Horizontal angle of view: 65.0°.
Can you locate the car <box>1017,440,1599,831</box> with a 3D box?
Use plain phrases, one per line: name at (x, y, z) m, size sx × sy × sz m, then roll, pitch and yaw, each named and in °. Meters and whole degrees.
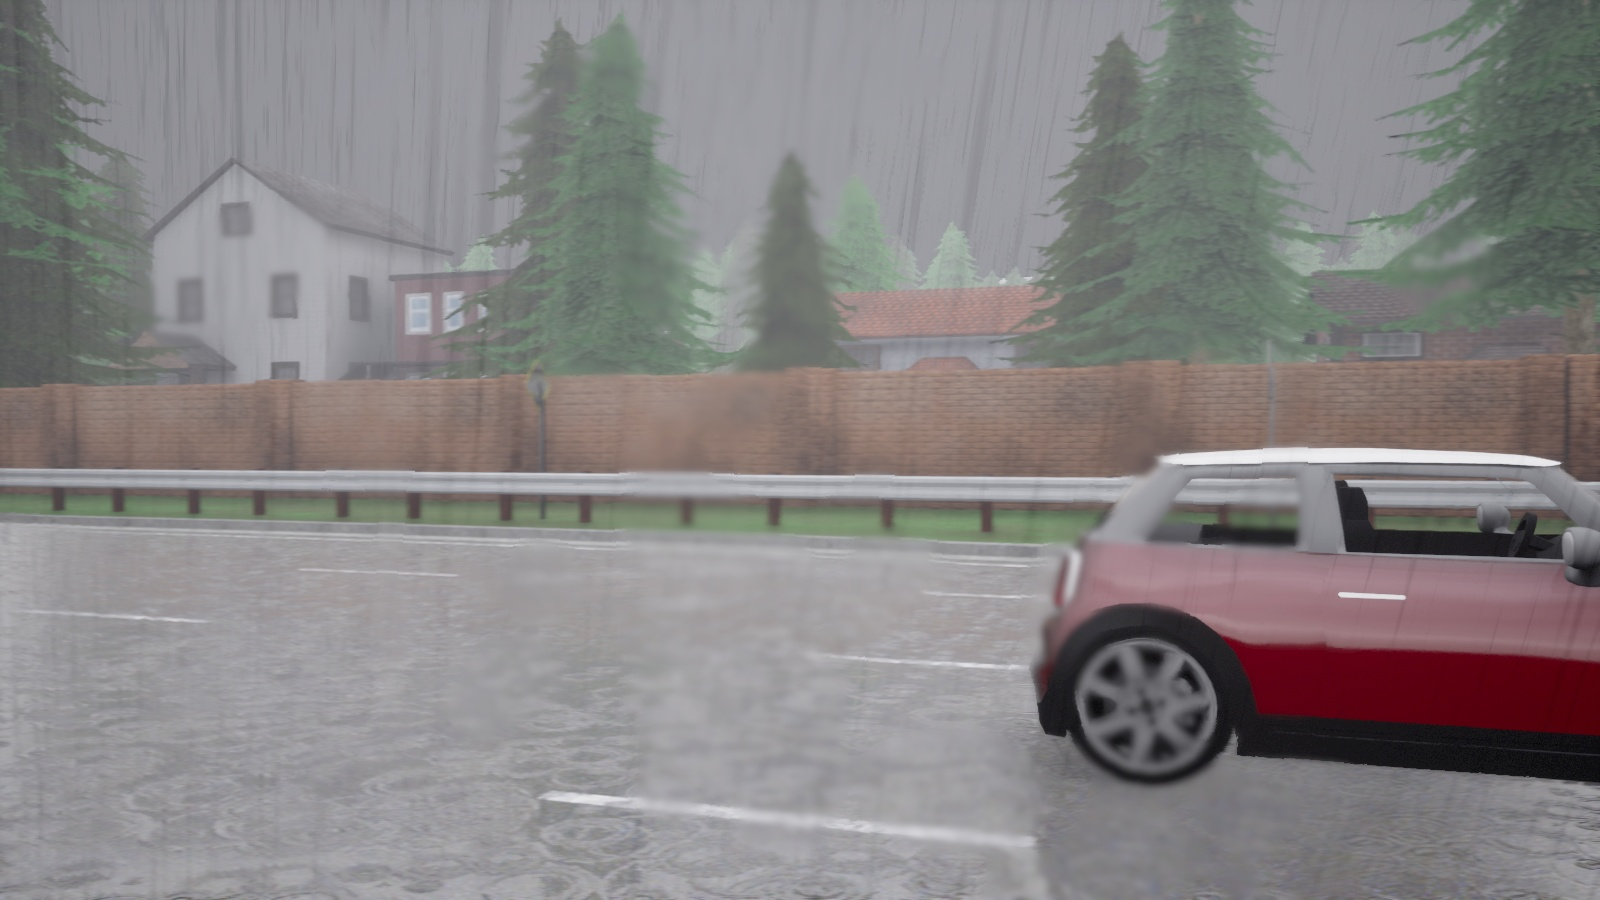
car at (3.076, 0.710, 5.850) m, size 3.806 × 1.475 × 1.970 m, roll 1°, pitch 1°, yaw 19°
